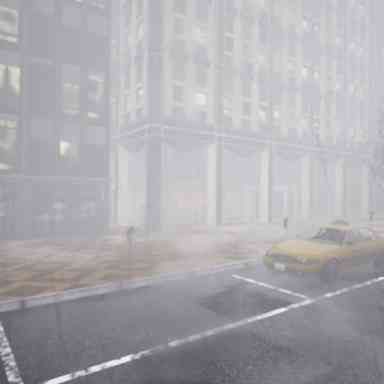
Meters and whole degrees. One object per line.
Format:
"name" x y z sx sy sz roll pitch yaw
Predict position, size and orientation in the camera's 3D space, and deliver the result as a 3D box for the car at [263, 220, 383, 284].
"car" 4.121 1.514 9.567 4.829 1.417 1.752 0 1 -35
